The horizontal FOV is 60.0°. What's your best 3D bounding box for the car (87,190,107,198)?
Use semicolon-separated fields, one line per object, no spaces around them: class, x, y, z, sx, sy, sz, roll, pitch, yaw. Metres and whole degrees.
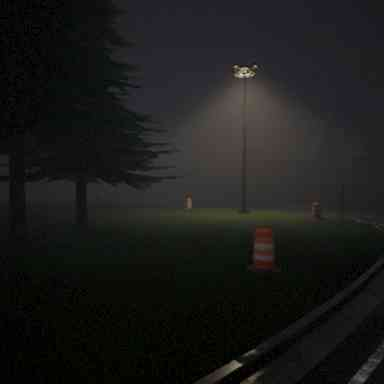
car;-19.078;0.410;66.853;1.837;1.490;4.892;-1;1;-42

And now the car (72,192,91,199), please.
car;-21.687;0.601;64.523;1.837;1.490;4.892;-1;1;-42

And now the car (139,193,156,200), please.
car;-9.508;0.694;61.475;2.033;1.411;5.357;-1;1;-41

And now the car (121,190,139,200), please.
car;-12.123;0.667;59.150;2.128;1.511;4.902;-1;1;-41

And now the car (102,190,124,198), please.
car;-16.468;0.406;69.186;2.033;1.411;5.357;-1;1;-42

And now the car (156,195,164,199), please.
car;-7.136;0.639;64.081;1.812;1.442;4.674;-1;1;-41

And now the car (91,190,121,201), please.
car;-14.814;0.694;56.910;2.128;1.511;4.902;-1;1;-41

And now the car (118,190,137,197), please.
car;-13.859;0.337;71.518;1.837;1.490;4.892;-1;1;-42
